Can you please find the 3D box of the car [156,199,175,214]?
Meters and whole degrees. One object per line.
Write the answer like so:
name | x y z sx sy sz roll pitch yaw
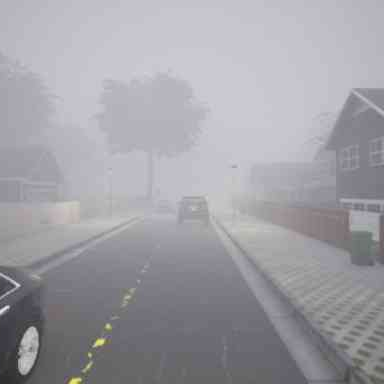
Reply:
car | -2.854 1.529 36.448 1.882 1.535 5.008 0 0 0

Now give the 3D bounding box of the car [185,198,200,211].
car | 0.092 1.543 43.618 1.882 1.535 5.008 0 0 0

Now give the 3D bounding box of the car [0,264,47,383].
car | -2.847 1.501 2.599 1.837 1.490 4.892 0 1 0

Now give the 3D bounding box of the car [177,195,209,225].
car | 0.097 1.251 24.461 2.150 2.045 5.566 0 0 0
